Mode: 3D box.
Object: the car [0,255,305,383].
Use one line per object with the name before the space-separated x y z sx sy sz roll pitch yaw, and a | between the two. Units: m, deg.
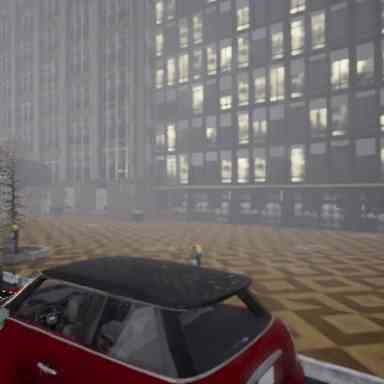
car | -1.028 1.439 3.611 4.097 1.590 1.967 0 0 35
